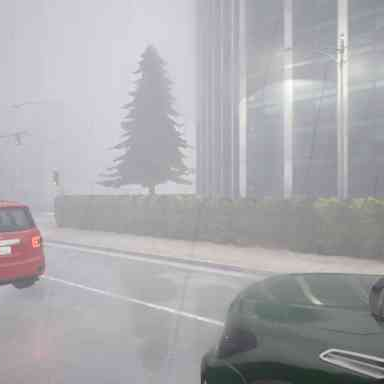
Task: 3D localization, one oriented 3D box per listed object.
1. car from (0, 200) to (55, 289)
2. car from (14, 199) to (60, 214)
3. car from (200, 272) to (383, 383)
[{"bbox_3d":[-5.740,1.221,8.023,5.566,2.045,2.150,0,0,38],"label":"car"},{"bbox_3d":[-17.178,1.564,37.017,1.994,1.385,4.181,0,0,36],"label":"car"},{"bbox_3d":[2.730,1.221,2.043,5.566,2.045,2.150,0,0,36],"label":"car"}]
